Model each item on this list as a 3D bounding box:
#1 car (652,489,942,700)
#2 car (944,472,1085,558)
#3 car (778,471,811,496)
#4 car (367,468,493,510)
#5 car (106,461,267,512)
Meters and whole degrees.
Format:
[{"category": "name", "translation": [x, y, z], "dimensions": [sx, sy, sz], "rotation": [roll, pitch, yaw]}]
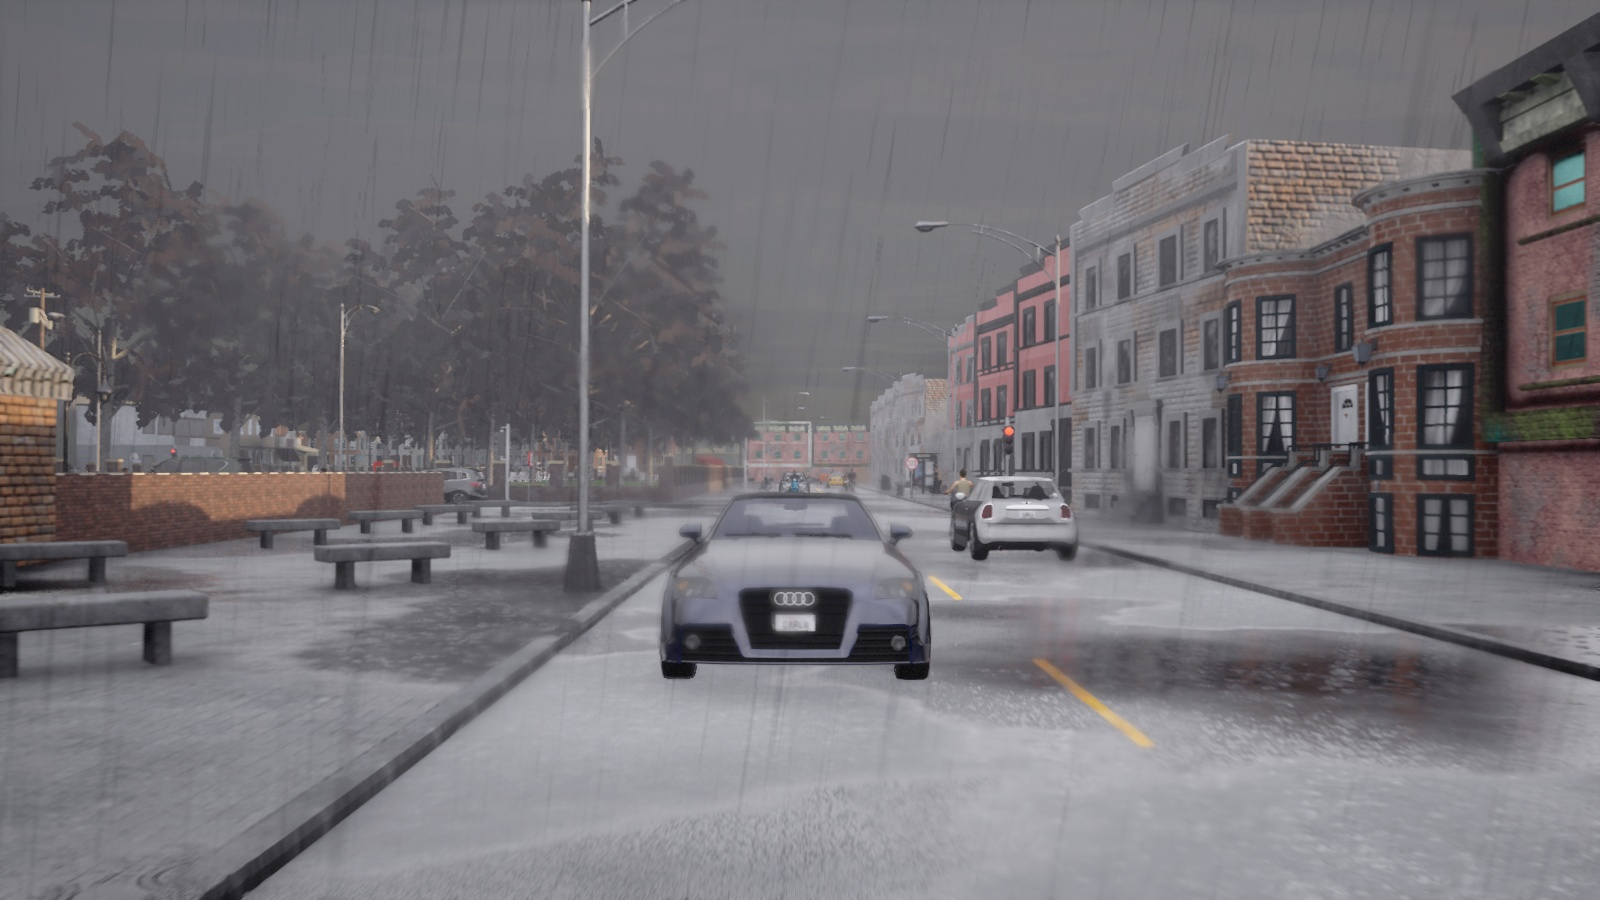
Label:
[{"category": "car", "translation": [-0.026, 1.058, 10.734], "dimensions": [1.994, 1.385, 4.181], "rotation": [0, -1, 0]}, {"category": "car", "translation": [3.936, 1.160, 23.616], "dimensions": [1.970, 1.475, 3.806], "rotation": [0, -1, 0]}, {"category": "car", "translation": [-0.332, 2.079, 78.617], "dimensions": [2.007, 1.525, 4.514], "rotation": [0, -1, 0]}, {"category": "car", "translation": [-15.211, 1.587, 51.830], "dimensions": [4.611, 1.667, 2.242], "rotation": [0, -1, -2]}, {"category": "car", "translation": [-25.216, 1.501, 51.760], "dimensions": [5.566, 2.045, 2.150], "rotation": [0, -1, -2]}]
